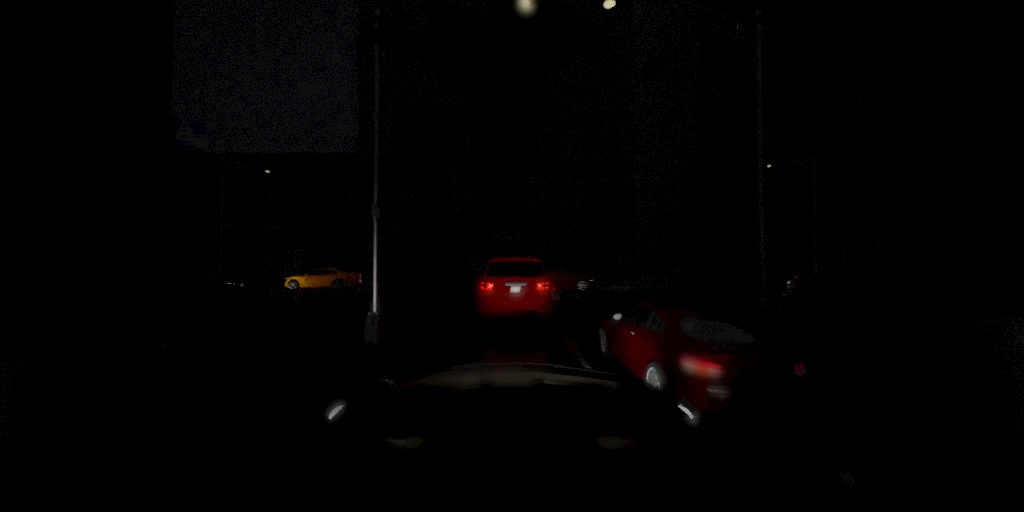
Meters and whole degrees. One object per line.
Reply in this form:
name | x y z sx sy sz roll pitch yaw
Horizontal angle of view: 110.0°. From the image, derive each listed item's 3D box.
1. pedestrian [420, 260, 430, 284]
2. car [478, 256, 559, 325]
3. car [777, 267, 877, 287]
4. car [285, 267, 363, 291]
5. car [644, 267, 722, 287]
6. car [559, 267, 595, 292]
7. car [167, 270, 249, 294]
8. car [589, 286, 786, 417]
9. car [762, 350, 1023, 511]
pedestrian | -6.827 1.246 27.893 0.375 1.860 0.375 0 -1 0
car | 0.054 1.052 12.395 2.150 2.045 5.566 0 -1 -1
car | 19.184 1.306 21.924 4.718 1.301 1.895 0 -2 0
car | -13.081 1.575 24.999 5.008 1.535 1.882 -1 -2 0
car | 11.738 1.449 24.902 4.718 1.301 1.895 -1 -2 0
car | 2.519 1.362 21.970 5.008 1.535 1.882 -1 0 0
car | -18.981 1.598 22.070 4.892 1.490 1.837 -1 -2 0
car | 2.639 1.365 5.805 1.802 1.307 4.207 0 0 0
car | 2.639 1.321 0.367 1.802 1.307 4.207 0 0 0
